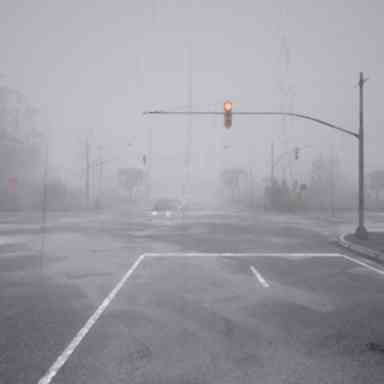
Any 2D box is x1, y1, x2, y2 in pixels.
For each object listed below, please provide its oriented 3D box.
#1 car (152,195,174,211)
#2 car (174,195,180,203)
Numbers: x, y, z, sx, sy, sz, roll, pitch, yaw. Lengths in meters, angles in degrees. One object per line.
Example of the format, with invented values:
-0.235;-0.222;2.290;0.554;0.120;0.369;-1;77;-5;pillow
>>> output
-3.401;1.469;38.368;1.837;1.490;4.892;0;2;0;car
-3.335;1.331;62.673;1.812;1.442;4.674;0;1;0;car
